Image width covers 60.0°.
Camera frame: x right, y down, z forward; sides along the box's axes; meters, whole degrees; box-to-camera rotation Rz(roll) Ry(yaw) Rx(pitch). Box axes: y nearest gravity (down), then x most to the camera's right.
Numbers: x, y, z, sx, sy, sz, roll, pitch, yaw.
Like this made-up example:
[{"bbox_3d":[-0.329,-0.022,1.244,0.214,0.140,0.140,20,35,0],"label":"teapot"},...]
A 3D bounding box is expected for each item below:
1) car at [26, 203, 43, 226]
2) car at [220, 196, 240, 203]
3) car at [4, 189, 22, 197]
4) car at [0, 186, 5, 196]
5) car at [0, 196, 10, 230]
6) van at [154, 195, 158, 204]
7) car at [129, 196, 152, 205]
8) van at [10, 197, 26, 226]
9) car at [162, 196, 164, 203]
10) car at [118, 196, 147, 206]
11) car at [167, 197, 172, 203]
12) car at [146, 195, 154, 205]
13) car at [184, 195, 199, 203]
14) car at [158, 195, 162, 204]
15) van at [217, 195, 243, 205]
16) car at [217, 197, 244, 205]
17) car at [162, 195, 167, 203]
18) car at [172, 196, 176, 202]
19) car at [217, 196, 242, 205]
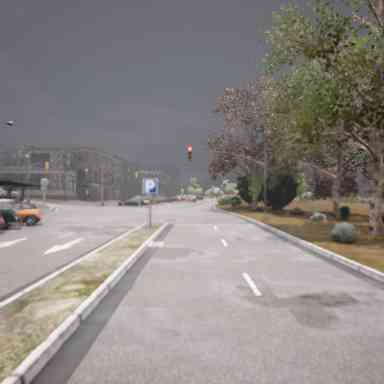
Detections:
[{"bbox_3d":[-13.614,1.627,24.687,4.553,1.767,2.185,-1,0,-19],"label":"car"},{"bbox_3d":[9.503,1.878,82.745,4.553,1.767,2.185,1,-1,-12],"label":"car"},{"bbox_3d":[-28.136,0.619,53.380,2.002,1.452,4.674,6,-3,-19],"label":"car"},{"bbox_3d":[-31.130,0.057,53.447,2.435,2.045,5.566,6,-3,-19],"label":"car"},{"bbox_3d":[-13.708,1.436,18.675,5.566,2.045,2.435,-1,-1,-20],"label":"car"},{"bbox_3d":[-10.202,1.740,71.477,4.442,1.987,1.878,-1,-1,-14],"label":"van"},{"bbox_3d":[-10.669,1.815,68.436,4.553,1.767,2.185,-1,-1,-14],"label":"car"},{"bbox_3d":[-13.591,1.494,21.711,4.442,1.987,1.878,-1,-1,-19],"label":"van"},{"bbox_3d":[-9.598,2.060,77.440,4.674,1.452,2.002,-1,0,-13],"label":"car"},{"bbox_3d":[-11.410,1.924,62.491,4.792,1.488,2.163,-1,0,-15],"label":"car"},{"bbox_3d":[-8.406,2.139,86.423,4.674,1.452,2.002,-1,0,-12],"label":"car"},{"bbox_3d":[-10.764,1.908,65.483,5.366,1.575,1.946,-1,-1,-15],"label":"car"},{"bbox_3d":[-0.095,2.132,89.608,1.812,1.442,4.674,0,-1,8],"label":"car"},{"bbox_3d":[-9.972,1.995,74.446,4.892,1.521,2.231,-1,-1,-14],"label":"car"},{"bbox_3d":[7.319,1.632,65.078,4.442,1.987,1.878,1,0,-14],"label":"van"},{"bbox_3d":[8.242,1.907,71.039,5.366,1.575,1.946,1,-1,-13],"label":"car"},{"bbox_3d":[-9.224,2.087,80.441,4.674,1.452,2.002,-1,-1,-13],"label":"car"},{"bbox_3d":[-7.954,1.874,89.431,5.566,2.045,2.435,-1,-1,-12],"label":"car"},{"bbox_3d":[7.704,1.758,68.047,4.553,1.767,2.185,1,-1,-14],"label":"car"}]
